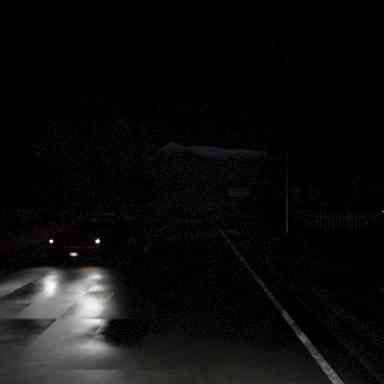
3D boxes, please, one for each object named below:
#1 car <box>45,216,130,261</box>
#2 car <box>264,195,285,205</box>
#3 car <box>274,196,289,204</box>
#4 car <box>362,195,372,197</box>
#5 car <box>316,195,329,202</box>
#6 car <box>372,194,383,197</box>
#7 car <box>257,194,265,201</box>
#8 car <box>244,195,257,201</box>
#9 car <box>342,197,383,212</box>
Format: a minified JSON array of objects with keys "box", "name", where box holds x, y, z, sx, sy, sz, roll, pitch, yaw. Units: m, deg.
[{"box":[-3.649,1.609,12.469,1.895,1.301,4.718,0,0,0],"name":"car"},{"box":[13.727,1.409,55.002,1.845,1.501,3.633,0,0,0],"name":"car"},{"box":[16.751,1.424,62.405,1.970,1.475,3.806,0,0,0],"name":"car"},{"box":[38.802,1.344,73.223,2.007,1.523,4.514,0,0,0],"name":"car"},{"box":[28.809,1.366,73.325,1.845,1.501,3.633,0,0,0],"name":"car"},{"box":[32.309,1.132,54.754,1.932,1.855,4.605,0,0,0],"name":"car"},{"box":[17.009,1.382,81.070,2.152,1.636,5.027,0,0,0],"name":"car"},{"box":[13.872,1.391,81.036,2.007,1.523,4.514,0,0,0],"name":"car"},{"box":[19.267,1.572,37.489,4.181,1.385,1.994,0,0,1],"name":"car"}]
